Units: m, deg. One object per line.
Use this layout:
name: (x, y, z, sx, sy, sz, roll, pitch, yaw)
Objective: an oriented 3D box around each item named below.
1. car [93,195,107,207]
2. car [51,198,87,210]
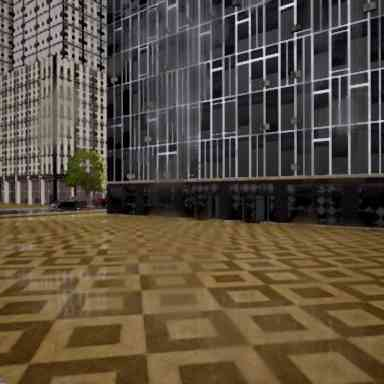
car: (-13.459, 1.454, 53.387, 2.192, 1.841, 5.009, 0, 0, 35)
car: (-16.440, 1.589, 44.485, 2.128, 1.511, 4.902, 0, 0, 35)
